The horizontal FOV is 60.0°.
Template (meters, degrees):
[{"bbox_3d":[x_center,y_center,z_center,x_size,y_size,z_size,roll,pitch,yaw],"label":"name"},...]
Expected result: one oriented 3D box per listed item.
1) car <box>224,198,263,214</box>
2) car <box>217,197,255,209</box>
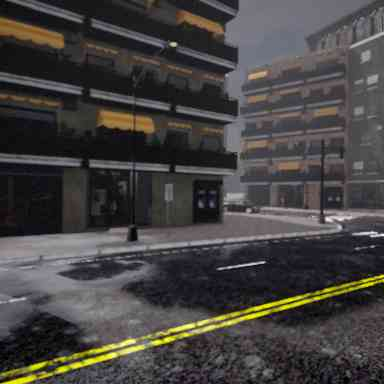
[{"bbox_3d":[4.792,1.422,32.692,4.403,1.369,2.008,2,-1,38],"label":"car"},{"bbox_3d":[5.591,1.406,42.679,4.403,1.369,2.008,2,-1,38],"label":"car"}]
